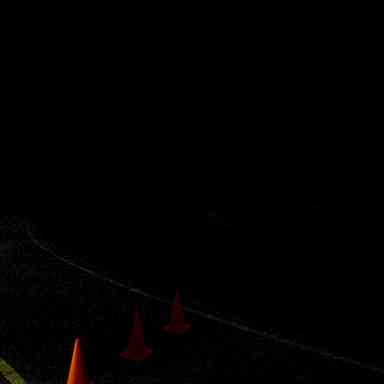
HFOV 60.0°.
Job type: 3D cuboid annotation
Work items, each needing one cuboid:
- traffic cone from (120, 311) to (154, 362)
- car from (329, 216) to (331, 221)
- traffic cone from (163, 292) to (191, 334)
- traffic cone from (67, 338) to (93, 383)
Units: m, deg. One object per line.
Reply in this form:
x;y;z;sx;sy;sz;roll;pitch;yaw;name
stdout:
-0.758;1.938;4.585;0.340;0.580;0.340;1;1;31;traffic cone
35.619;6.632;82.731;1.851;1.617;3.988;-4;-3;4;car
-0.238;1.931;5.435;0.340;0.580;0.340;1;1;31;traffic cone
-1.277;1.945;3.735;0.340;0.580;0.340;1;1;31;traffic cone
